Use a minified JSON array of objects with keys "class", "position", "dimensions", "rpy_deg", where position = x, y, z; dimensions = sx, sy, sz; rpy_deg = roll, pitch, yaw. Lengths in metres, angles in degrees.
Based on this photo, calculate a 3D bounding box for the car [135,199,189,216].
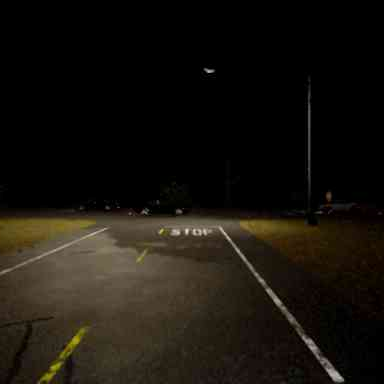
[{"class":"car","position":[-2.823,1.447,31.176],"dimensions":[5.008,1.535,1.882],"rpy_deg":[0,0,-1]}]

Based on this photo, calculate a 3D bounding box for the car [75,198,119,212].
[{"class":"car","position":[-10.809,1.466,37.978],"dimensions":[4.892,1.490,1.837],"rpy_deg":[0,0,-2]}]

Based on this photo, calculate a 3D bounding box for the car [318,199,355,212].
[{"class":"car","position":[17.114,1.600,38.714],"dimensions":[4.674,1.442,1.812],"rpy_deg":[-1,0,-2]}]

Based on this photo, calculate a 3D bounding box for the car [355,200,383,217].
[{"class":"car","position":[18.808,1.526,31.754],"dimensions":[5.008,1.535,1.882],"rpy_deg":[0,0,-2]}]
